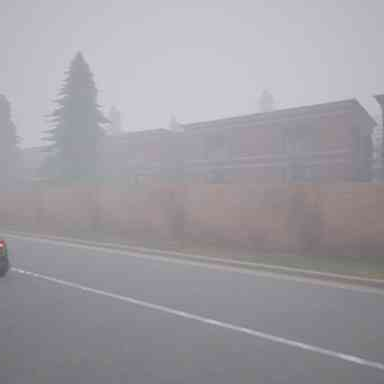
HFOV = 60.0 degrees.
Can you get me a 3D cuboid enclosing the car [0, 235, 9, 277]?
[{"bbox_3d":[-6.933,1.368,8.939,4.553,1.767,2.097,0,0,36],"label":"car"}]
